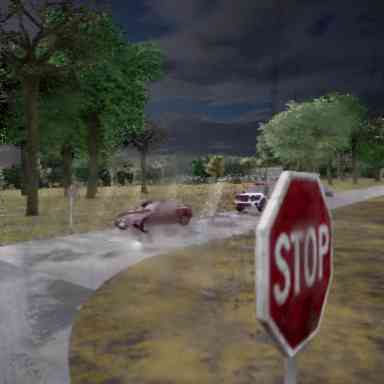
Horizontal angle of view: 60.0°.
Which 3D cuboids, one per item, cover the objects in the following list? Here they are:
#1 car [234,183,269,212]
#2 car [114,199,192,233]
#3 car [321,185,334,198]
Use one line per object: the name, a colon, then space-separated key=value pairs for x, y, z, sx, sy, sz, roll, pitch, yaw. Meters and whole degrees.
car: x=5.515 y=0.344 z=26.404 sx=2.150 sy=2.045 sz=5.566 roll=0 pitch=2 yaw=40
car: x=-1.865 y=1.137 z=17.299 sx=1.812 sy=1.442 sz=4.674 roll=0 pitch=2 yaw=38
car: x=14.245 y=-0.001 z=37.058 sx=2.128 sy=1.511 sz=4.902 roll=0 pitch=3 yaw=39
